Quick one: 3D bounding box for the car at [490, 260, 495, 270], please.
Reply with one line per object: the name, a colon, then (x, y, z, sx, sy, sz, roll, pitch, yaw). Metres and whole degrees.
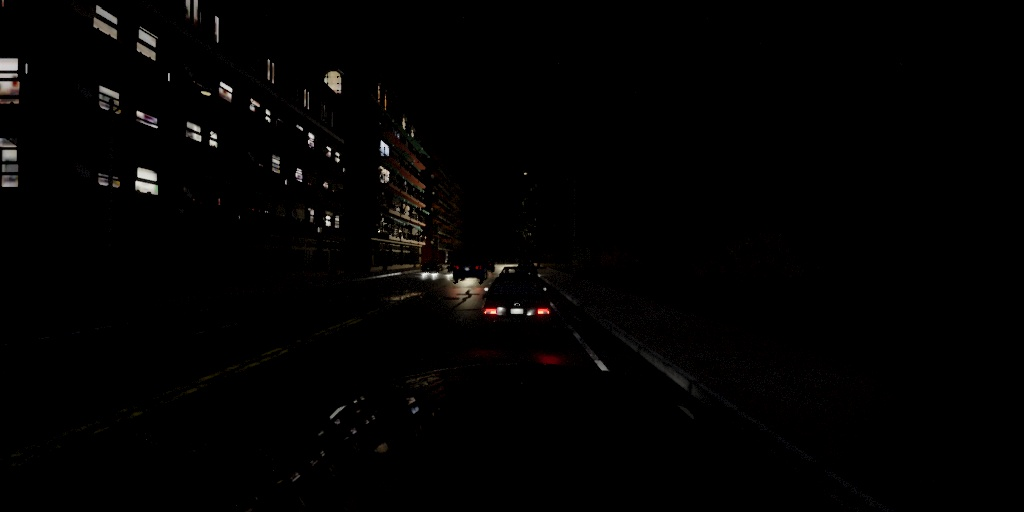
car: (-3.119, 1.241, 44.837, 2.128, 1.511, 4.902, 0, 0, 0)

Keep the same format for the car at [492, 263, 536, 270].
car: (0.113, 1.300, 20.976, 2.033, 1.411, 5.357, 0, 0, 0)

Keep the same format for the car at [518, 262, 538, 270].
car: (1.159, 1.258, 30.743, 1.837, 1.490, 4.892, 0, 0, 0)

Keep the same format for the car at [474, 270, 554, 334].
car: (0.108, 1.299, 10.614, 2.033, 1.411, 5.357, 0, 0, 0)

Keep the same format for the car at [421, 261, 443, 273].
car: (-9.818, 1.316, 44.101, 1.994, 1.385, 4.181, 0, 0, 0)

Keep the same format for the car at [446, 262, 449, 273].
car: (-6.569, 1.104, 43.354, 2.097, 1.767, 4.553, 0, 0, 0)

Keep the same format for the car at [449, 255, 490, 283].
car: (-3.129, 0.976, 27.608, 2.150, 2.045, 5.566, 0, 0, 0)
